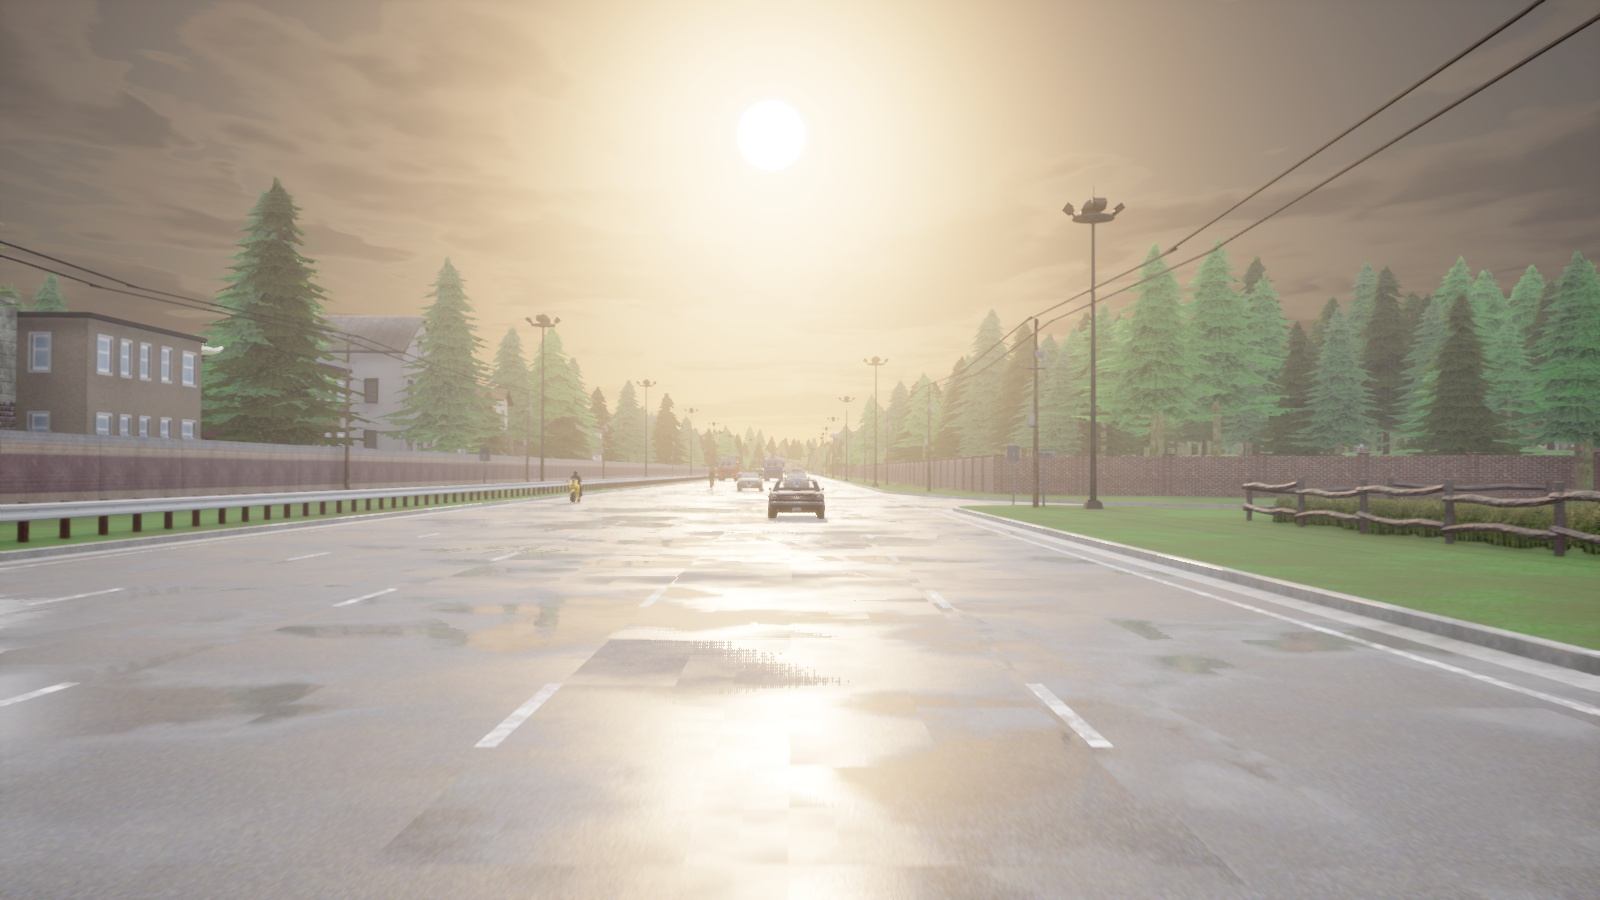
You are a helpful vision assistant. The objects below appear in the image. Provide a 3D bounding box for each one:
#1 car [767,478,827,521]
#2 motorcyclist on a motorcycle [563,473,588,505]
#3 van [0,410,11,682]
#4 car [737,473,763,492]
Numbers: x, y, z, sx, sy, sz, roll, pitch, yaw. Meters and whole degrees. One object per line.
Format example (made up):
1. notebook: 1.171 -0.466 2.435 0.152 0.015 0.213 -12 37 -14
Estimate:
1. car: -0.101 1.622 42.184 1.895 1.301 4.718 0 -1 0
2. motorcyclist on a motorcycle: -10.643 1.836 59.552 0.797 1.523 2.044 0 -1 0
3. van: -7.019 0.688 7.282 2.069 2.038 4.480 0 -1 0
4. car: -3.728 2.443 94.807 1.812 1.442 4.674 0 -1 0
